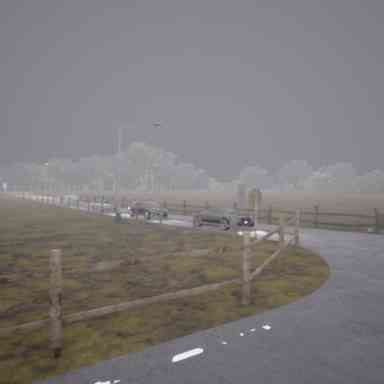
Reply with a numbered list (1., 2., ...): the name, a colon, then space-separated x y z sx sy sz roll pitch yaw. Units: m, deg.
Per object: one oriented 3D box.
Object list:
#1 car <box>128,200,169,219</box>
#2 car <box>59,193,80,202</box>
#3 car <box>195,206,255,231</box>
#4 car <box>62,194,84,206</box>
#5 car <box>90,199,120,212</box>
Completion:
1. car: -3.836 1.493 28.805 1.837 1.490 4.892 1 -1 -36
2. car: -21.555 0.974 58.525 2.033 1.411 5.357 1 1 -37
3. car: 1.943 1.561 20.748 1.994 1.385 4.181 1 -1 -35
4. car: -16.795 1.200 46.939 1.812 1.442 4.674 1 0 -35
5. car: -9.679 1.498 36.927 1.895 1.301 4.718 1 0 -35
